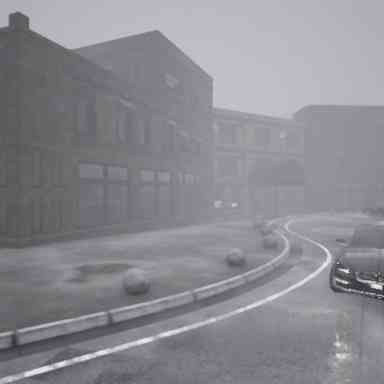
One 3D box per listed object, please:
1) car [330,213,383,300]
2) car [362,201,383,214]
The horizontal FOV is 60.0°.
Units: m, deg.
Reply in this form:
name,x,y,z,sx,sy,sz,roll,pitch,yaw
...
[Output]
name,x,y,z,sx,sy,sz,roll,pitch,yaw
car,4.898,1.549,8.332,1.837,1.490,4.892,2,1,34
car,18.255,1.424,30.082,5.357,1.411,2.033,0,0,-11
